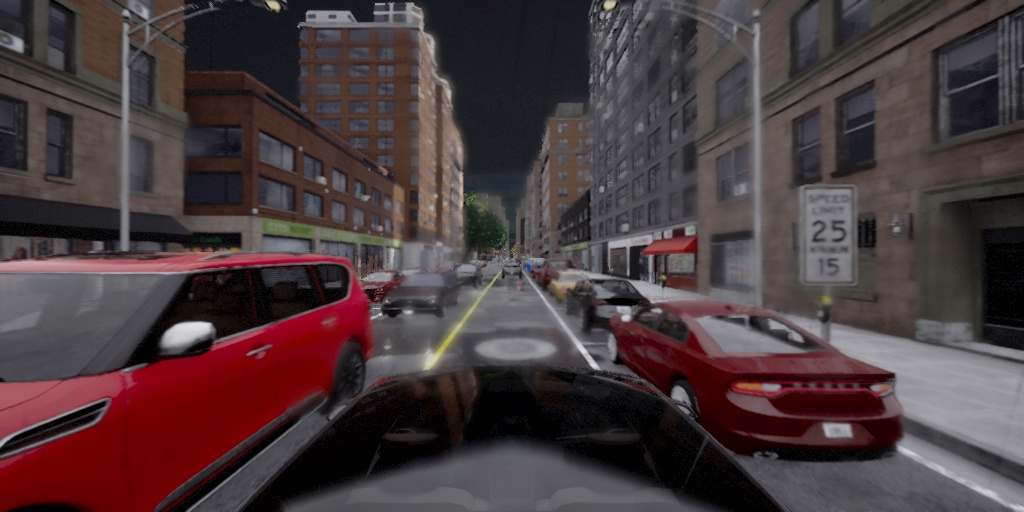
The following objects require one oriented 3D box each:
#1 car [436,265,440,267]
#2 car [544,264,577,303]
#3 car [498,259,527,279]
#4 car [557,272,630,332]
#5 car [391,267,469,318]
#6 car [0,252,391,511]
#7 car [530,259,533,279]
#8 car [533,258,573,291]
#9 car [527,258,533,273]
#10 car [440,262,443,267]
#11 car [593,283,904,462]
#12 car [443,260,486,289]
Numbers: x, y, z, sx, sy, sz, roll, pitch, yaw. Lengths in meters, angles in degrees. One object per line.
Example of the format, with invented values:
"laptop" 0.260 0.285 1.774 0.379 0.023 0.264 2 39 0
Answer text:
"car" -5.860 1.345 21.693 1.802 1.307 4.207 0 0 0
"car" 2.667 1.282 16.352 1.751 1.417 4.829 0 0 0
"car" 0.001 1.275 33.439 2.128 1.511 4.902 0 0 0
"car" 2.668 1.318 10.674 1.948 1.339 4.313 0 0 0
"car" -3.073 1.302 13.375 2.033 1.411 5.357 0 0 0
"car" -3.098 0.972 3.046 2.150 2.045 5.566 0 0 0
"car" 2.665 1.210 27.196 1.967 1.591 4.097 0 0 0
"car" 2.666 1.077 21.688 2.192 1.841 5.009 0 0 0
"car" 2.664 1.220 32.702 1.967 1.591 4.097 0 0 0
"car" -5.862 1.221 32.710 1.967 1.591 4.097 0 0 0
"car" 2.668 1.295 5.168 1.888 1.381 4.507 0 0 0
"car" -3.002 1.244 23.744 1.882 1.535 5.008 0 0 0
